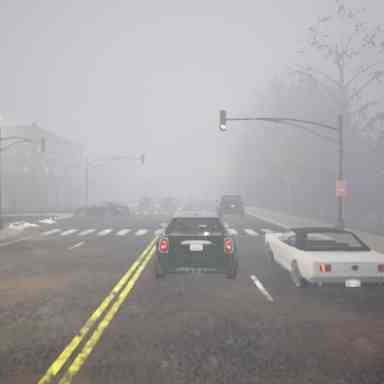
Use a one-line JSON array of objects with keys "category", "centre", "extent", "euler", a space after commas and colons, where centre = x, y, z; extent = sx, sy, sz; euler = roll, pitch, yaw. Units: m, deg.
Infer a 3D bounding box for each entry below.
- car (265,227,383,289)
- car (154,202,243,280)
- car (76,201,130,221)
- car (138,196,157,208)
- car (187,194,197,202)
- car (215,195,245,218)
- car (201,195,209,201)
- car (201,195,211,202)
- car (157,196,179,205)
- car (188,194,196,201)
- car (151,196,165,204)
[{"category": "car", "centre": [3.348, 1.608, 9.127], "extent": [1.895, 1.301, 4.718], "euler": [0, 0, 0]}, {"category": "car", "centre": [0.103, 1.361, 10.172], "extent": [2.097, 1.767, 4.553], "euler": [0, 0, 0]}, {"category": "car", "centre": [-7.495, 1.516, 27.695], "extent": [4.902, 1.511, 2.128], "euler": [0, 0, 27]}, {"category": "car", "centre": [-6.577, 1.540, 47.999], "extent": [1.837, 1.490, 4.892], "euler": [0, 0, 0]}, {"category": "car", "centre": [0.010, 1.567, 73.985], "extent": [1.812, 1.442, 4.674], "euler": [0, 0, 0]}, {"category": "car", "centre": [3.355, 1.245, 30.053], "extent": [2.150, 2.045, 5.566], "euler": [0, 0, 0]}, {"category": "car", "centre": [3.262, 1.427, 83.988], "extent": [2.033, 1.411, 5.357], "euler": [0, 0, 0]}, {"category": "car", "centre": [3.259, 1.520, 73.570], "extent": [1.882, 1.535, 5.008], "euler": [0, 0, 0]}, {"category": "car", "centre": [-3.328, 1.387, 47.835], "extent": [2.097, 1.767, 4.553], "euler": [0, 0, 0]}, {"category": "car", "centre": [0.012, 1.388, 83.989], "extent": [1.837, 1.490, 4.892], "euler": [0, 0, 0]}, {"category": "car", "centre": [-6.514, 1.537, 63.827], "extent": [2.128, 1.511, 4.902], "euler": [0, 0, 1]}]
